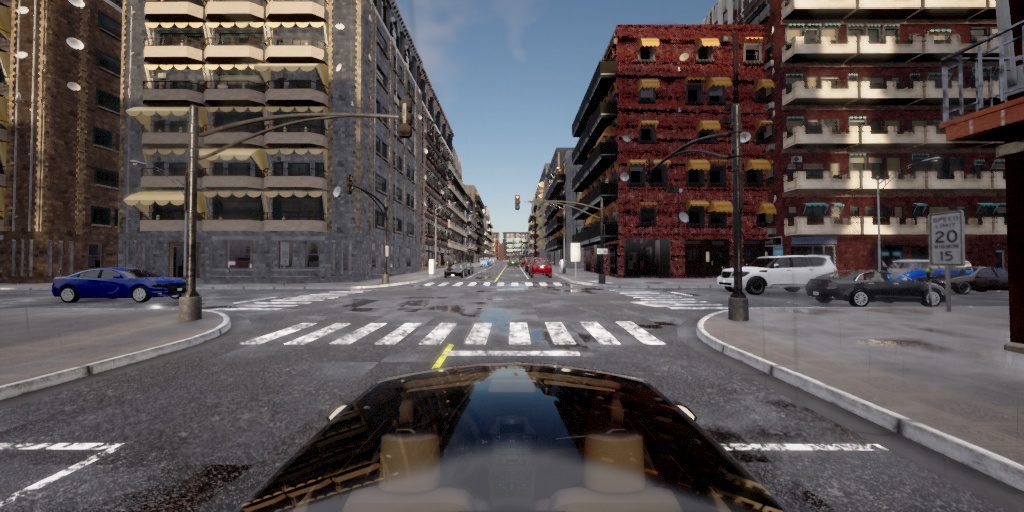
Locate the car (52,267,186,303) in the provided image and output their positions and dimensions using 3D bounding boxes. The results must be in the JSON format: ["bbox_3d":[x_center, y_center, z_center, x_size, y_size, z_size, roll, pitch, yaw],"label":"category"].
[{"bbox_3d":[-17.582,1.254,16.284,5.008,1.535,1.882,0,-1,0],"label":"car"}]

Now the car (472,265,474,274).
[{"bbox_3d":[-5.231,1.331,39.503,1.948,1.339,4.313,0,0,0],"label":"car"}]

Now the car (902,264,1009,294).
[{"bbox_3d":[24.562,1.271,19.028,5.357,1.411,2.033,0,-1,0],"label":"car"}]

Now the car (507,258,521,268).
[{"bbox_3d":[0.235,1.179,64.489,2.097,1.767,4.553,0,0,0],"label":"car"}]

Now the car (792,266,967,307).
[{"bbox_3d":[13.771,1.186,13.652,4.403,1.370,2.007,0,0,0],"label":"car"}]

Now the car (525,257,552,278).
[{"bbox_3d":[2.638,1.077,33.970,2.192,1.841,5.009,0,0,0],"label":"car"}]

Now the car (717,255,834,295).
[{"bbox_3d":[14.066,0.970,19.088,5.566,2.045,2.150,0,-1,0],"label":"car"}]

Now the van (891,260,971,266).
[{"bbox_3d":[24.946,1.115,21.479,3.998,1.789,1.690,0,0,0],"label":"van"}]

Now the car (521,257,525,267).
[{"bbox_3d":[2.662,1.086,45.093,2.192,1.841,5.009,0,0,0],"label":"car"}]

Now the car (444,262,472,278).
[{"bbox_3d":[-5.243,1.328,33.942,1.948,1.339,4.313,0,0,0],"label":"car"}]
